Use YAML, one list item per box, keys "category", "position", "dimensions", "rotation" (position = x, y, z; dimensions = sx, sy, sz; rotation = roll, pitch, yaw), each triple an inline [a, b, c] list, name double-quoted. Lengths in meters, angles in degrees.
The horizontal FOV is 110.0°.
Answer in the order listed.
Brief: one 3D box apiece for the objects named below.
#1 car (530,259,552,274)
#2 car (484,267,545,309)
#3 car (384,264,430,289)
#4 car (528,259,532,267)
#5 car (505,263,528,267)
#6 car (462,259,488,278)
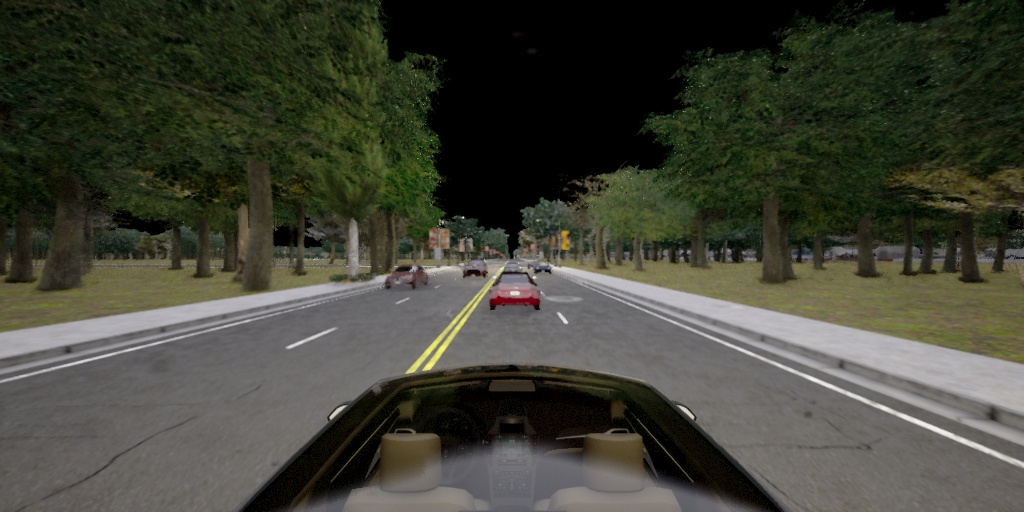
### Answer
- category: "car"
  position: [3.359, 1.356, 40.784]
  dimensions: [1.895, 1.301, 4.718]
  rotation: [0, 0, 0]
- category: "car"
  position: [0.103, 1.314, 14.899]
  dimensions: [1.994, 1.385, 4.181]
  rotation: [0, 0, 0]
- category: "car"
  position: [-6.596, 1.277, 22.983]
  dimensions: [1.812, 1.442, 4.674]
  rotation: [0, 0, 0]
- category: "car"
  position: [3.340, 1.251, 55.633]
  dimensions: [2.128, 1.511, 4.902]
  rotation: [0, 0, 1]
- category: "car"
  position: [0.105, 1.300, 32.870]
  dimensions: [2.033, 1.411, 5.357]
  rotation: [0, 0, 0]
- category: "car"
  position: [-3.338, 1.104, 33.299]
  dimensions: [2.097, 1.767, 4.553]
  rotation: [0, 0, 0]
